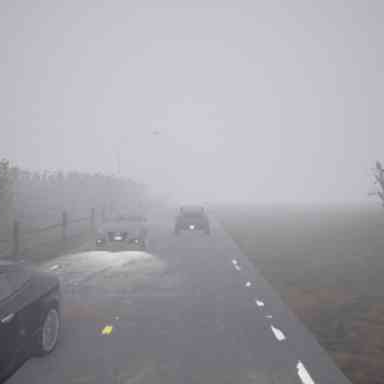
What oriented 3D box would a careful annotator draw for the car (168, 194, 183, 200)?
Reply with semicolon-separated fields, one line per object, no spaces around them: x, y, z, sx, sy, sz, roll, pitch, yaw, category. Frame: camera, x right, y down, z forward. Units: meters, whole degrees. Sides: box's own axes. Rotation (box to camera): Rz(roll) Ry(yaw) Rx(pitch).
-4.638;1.203;86.877;4.553;1.767;2.097;0;-2;34;car

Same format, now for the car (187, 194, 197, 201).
-0.050;1.280;77.957;2.097;1.767;4.553;0;0;-2;car

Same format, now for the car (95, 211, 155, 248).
-2.808;1.558;14.655;1.994;1.385;4.181;0;0;0;car

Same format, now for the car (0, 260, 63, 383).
-2.850;1.527;3.315;1.812;1.442;4.674;0;0;0;car

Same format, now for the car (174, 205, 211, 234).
0.004;1.497;19.181;1.837;1.490;4.892;0;0;0;car
